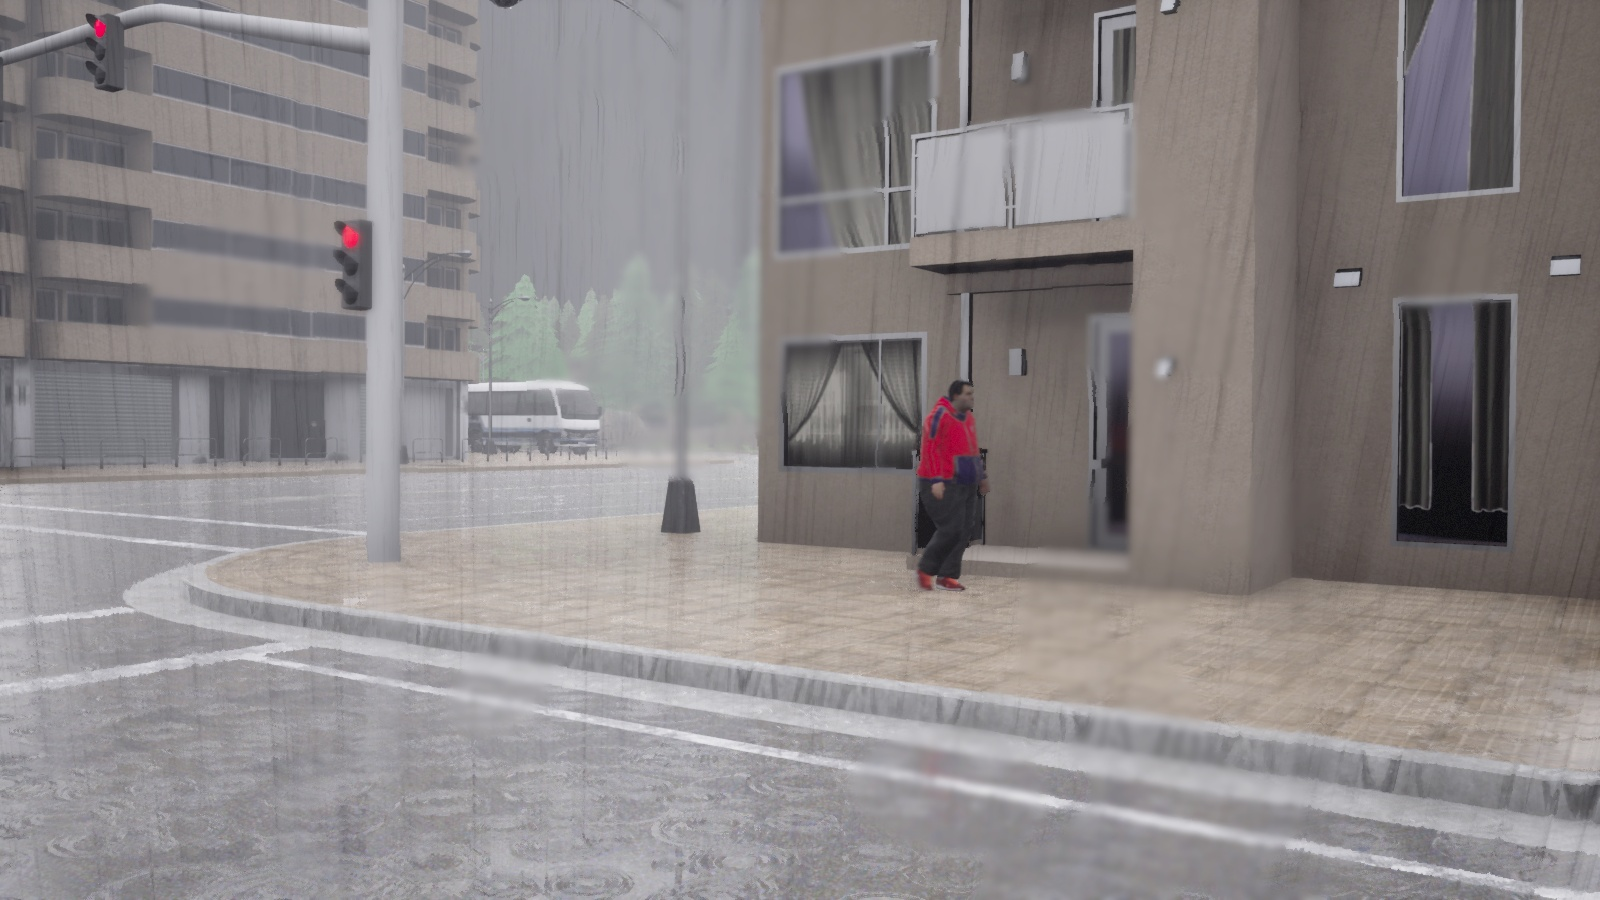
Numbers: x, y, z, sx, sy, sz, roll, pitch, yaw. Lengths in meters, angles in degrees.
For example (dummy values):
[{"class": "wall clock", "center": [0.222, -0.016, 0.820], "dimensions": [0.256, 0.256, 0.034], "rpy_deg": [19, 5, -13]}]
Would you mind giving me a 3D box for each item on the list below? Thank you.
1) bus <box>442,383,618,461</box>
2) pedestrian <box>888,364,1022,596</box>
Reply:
[{"class": "bus", "center": [-15.868, -1.559, 73.366], "dimensions": [10.273, 4.253, 3.944], "rpy_deg": [0, 1, 34]}, {"class": "pedestrian", "center": [1.292, 0.235, 10.501], "dimensions": [0.899, 1.844, 0.634], "rpy_deg": [0, 1, 40]}]
